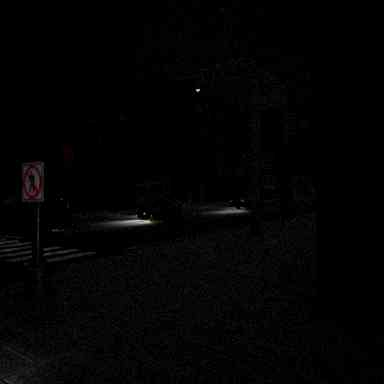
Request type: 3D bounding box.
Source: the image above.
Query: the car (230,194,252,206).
[{"bbox_3d":[7.044,1.180,46.047,2.097,1.767,4.553,0,0,36],"label":"car"}]

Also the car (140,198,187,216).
[{"bbox_3d":[-2.639,1.405,32.409,1.837,1.490,4.892,0,0,35],"label":"car"}]

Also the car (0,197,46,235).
[{"bbox_3d":[-9.840,1.319,16.046,2.097,1.767,4.553,0,0,30],"label":"car"}]

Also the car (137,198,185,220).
[{"bbox_3d":[-2.496,1.476,26.986,1.994,1.385,4.181,0,0,35],"label":"car"}]

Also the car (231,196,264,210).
[{"bbox_3d":[7.018,1.444,40.408,1.895,1.301,4.718,0,0,36],"label":"car"}]

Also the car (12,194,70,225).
[{"bbox_3d":[-10.573,1.180,21.191,2.150,2.045,5.566,0,0,35],"label":"car"}]
